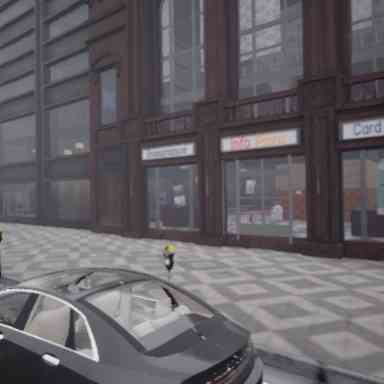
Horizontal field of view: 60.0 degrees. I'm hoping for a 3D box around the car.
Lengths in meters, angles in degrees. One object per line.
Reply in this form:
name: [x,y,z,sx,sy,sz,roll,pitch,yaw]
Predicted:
car: [-1.393,1.582,3.849,4.403,1.369,2.008,-1,-1,35]
